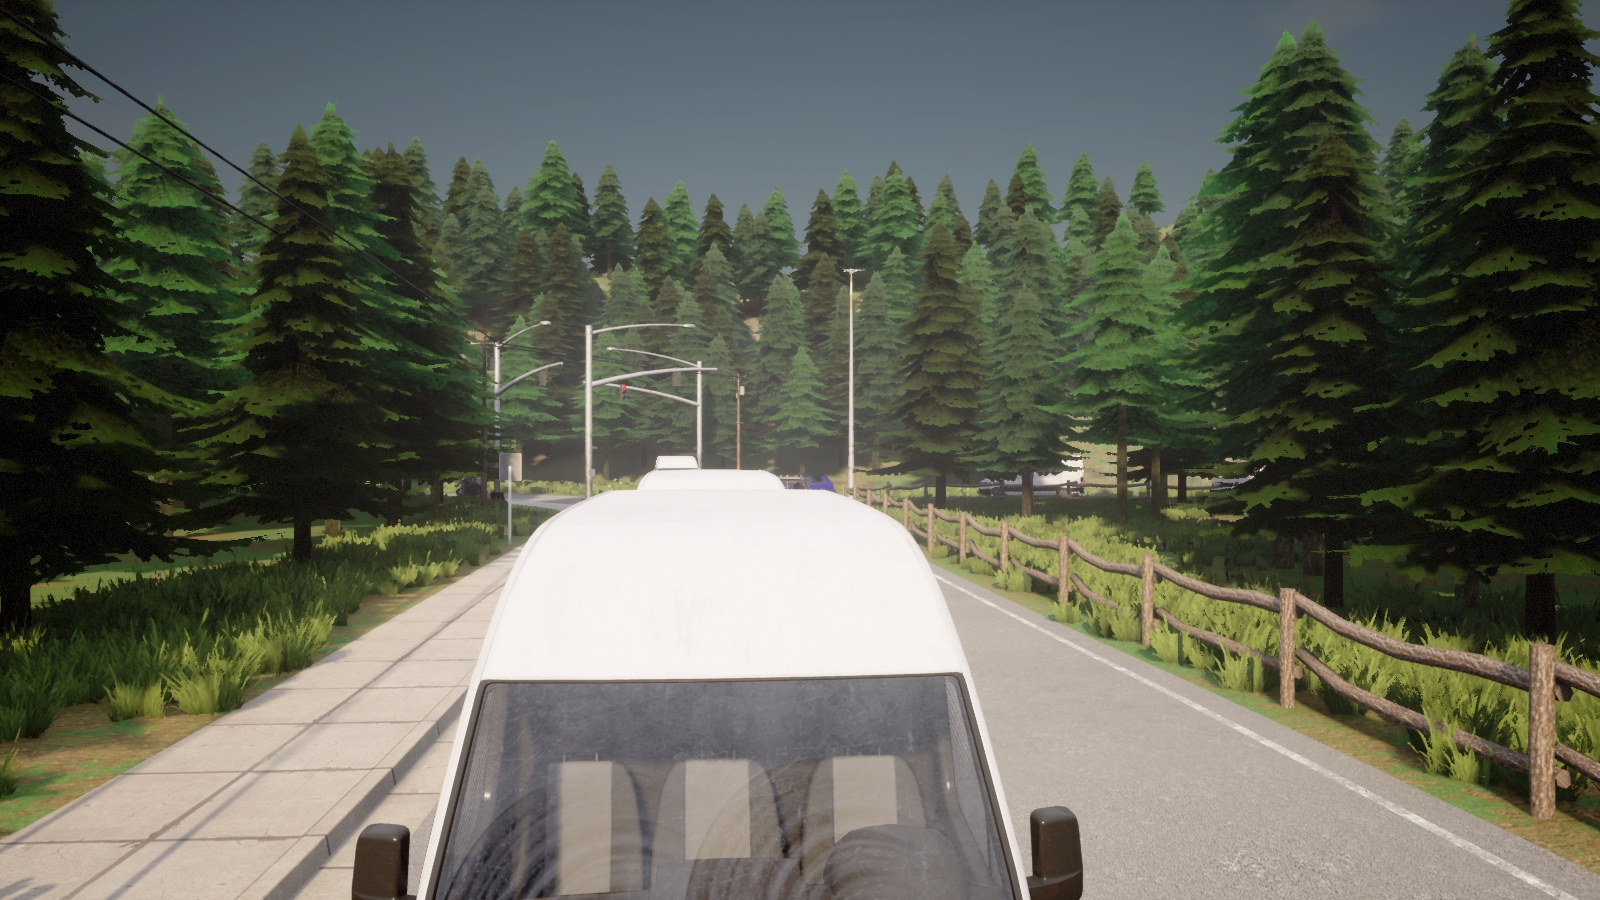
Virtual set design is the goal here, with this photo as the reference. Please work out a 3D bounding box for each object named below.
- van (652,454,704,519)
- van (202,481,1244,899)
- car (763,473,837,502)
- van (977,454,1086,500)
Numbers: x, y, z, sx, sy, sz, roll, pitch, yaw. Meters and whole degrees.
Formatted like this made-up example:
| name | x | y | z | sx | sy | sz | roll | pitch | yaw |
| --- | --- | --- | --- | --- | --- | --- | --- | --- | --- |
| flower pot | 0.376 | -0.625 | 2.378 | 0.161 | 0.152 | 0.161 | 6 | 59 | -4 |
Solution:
| name | x | y | z | sx | sy | sz | roll | pitch | yaw |
| --- | --- | --- | --- | --- | --- | --- | --- | --- | --- |
| van | -5.362 | 1.505 | 49.569 | 1.988 | 2.561 | 5.915 | 0 | 0 | -9 |
| van | -0.346 | 1.499 | 5.134 | 1.988 | 2.561 | 5.915 | 0 | 0 | -5 |
| car | 0.018 | 2.038 | 62.613 | 3.633 | 1.501 | 1.845 | 0 | 0 | -22 |
| van | 13.141 | 1.534 | 65.157 | 5.915 | 2.561 | 1.988 | 0 | 0 | 7 |
